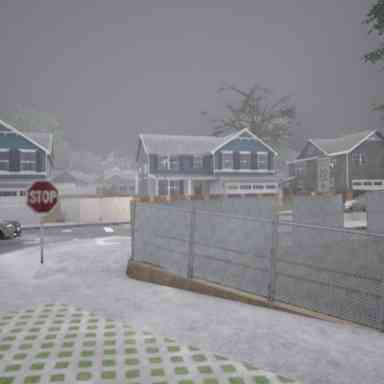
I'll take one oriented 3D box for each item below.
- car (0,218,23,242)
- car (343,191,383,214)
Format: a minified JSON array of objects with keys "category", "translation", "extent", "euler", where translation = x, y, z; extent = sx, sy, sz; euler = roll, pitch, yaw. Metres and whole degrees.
[{"category":"car","translation":[-8.711,1.322,12.431],"extent":[4.181,1.385,1.994],"euler":[-2,0,-20]},{"category":"car","translation":[12.466,0.682,22.431],"extent":[4.902,1.511,2.128],"euler":[-2,0,-17]}]
